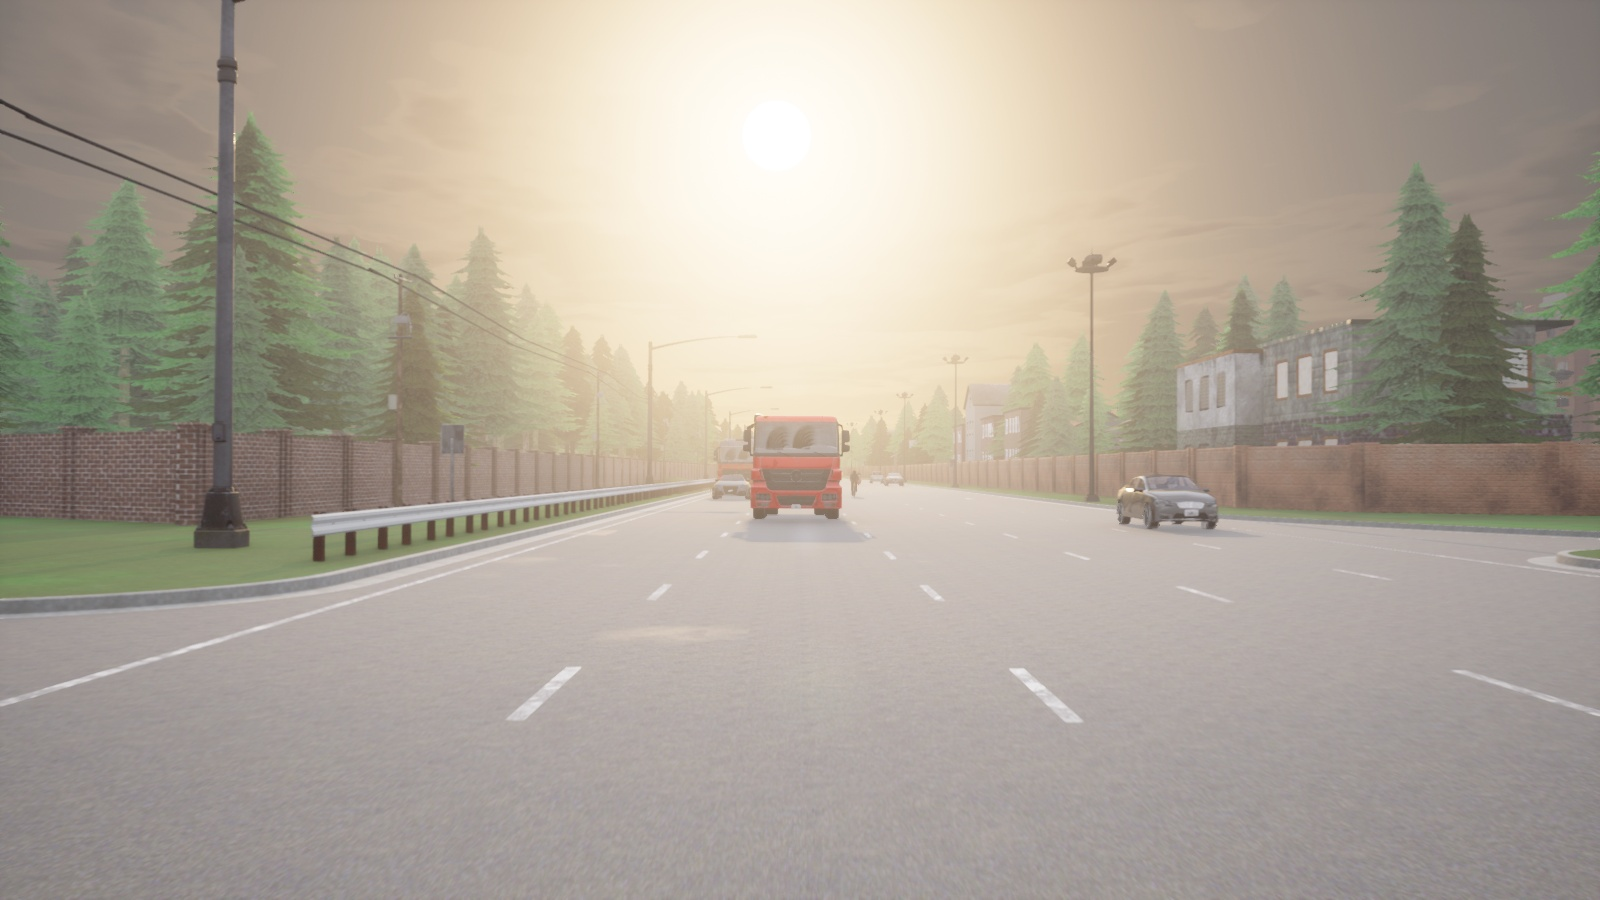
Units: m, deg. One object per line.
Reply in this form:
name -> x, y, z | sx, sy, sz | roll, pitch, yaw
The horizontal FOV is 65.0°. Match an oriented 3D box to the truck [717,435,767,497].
truck -> -3.716, 1.041, 81.866 | 2.891, 3.827, 8.468 | 0, -1, 0

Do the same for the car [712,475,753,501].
car -> -3.674, 2.052, 68.927 | 1.994, 1.385, 4.181 | 0, -1, 0

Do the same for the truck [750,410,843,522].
truck -> -0.115, 0.556, 42.995 | 2.891, 3.462, 7.936 | 0, -1, 0

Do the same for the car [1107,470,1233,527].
car -> 10.407, 1.331, 35.775 | 2.128, 1.511, 4.902 | 0, -1, 0
